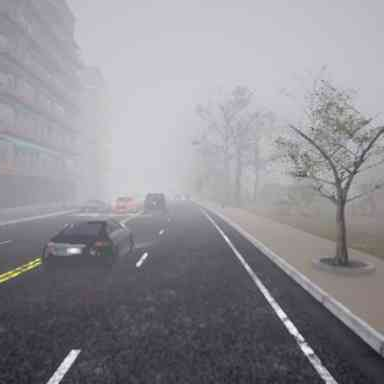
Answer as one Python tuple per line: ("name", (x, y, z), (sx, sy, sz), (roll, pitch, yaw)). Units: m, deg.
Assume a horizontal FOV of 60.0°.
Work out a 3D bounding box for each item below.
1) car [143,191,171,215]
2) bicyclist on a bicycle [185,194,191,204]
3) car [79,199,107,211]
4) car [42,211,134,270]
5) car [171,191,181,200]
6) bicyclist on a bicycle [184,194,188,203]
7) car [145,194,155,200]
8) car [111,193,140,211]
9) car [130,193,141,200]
("car", (-3.501, 1.097, 32.952), (2.150, 2.045, 5.566), (0, 0, -2))
("bicyclist on a bicycle", (-0.487, 1.236, 55.215), (0.582, 1.620, 1.656), (0, 0, -4))
("car", (-10.265, 1.418, 34.980), (2.033, 1.411, 5.357), (0, 0, -2))
("car", (-3.154, 1.523, 10.843), (1.994, 1.385, 4.181), (0, 0, 0))
("car", (-3.709, 1.152, 83.193), (1.837, 1.490, 4.892), (0, 0, -6))
("bicyclist on a bicycle", (-1.118, 1.197, 64.282), (0.582, 1.620, 1.656), (0, 0, -4))
("car", (-9.470, 1.054, 75.306), (1.895, 1.301, 4.718), (0, 0, -5))
("car", (-7.012, 1.223, 34.692), (2.097, 1.767, 4.553), (0, 0, -2))
("car", (-12.745, 0.952, 75.437), (2.128, 1.511, 4.902), (0, 0, -5))
